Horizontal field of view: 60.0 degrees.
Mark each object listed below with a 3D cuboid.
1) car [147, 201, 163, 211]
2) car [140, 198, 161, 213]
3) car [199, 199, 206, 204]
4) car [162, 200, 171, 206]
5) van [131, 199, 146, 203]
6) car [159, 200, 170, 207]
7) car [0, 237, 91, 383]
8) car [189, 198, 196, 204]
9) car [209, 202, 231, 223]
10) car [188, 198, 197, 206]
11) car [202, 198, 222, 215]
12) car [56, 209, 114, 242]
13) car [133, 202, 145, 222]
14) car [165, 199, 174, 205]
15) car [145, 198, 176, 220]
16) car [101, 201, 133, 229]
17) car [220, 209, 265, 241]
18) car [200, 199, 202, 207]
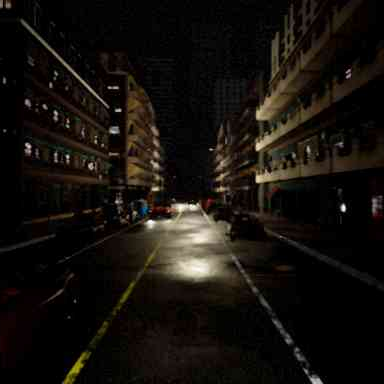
[{"bbox_3d":[-5.655,2.107,51.105,2.008,1.369,4.403,-1,-1,0],"label":"car"},{"bbox_3d":[-5.647,1.810,45.506,2.192,1.841,5.009,-1,-1,0],"label":"car"},{"bbox_3d":[2.772,2.512,90.450,1.752,1.417,4.829,-1,-1,0],"label":"car"},{"bbox_3d":[-5.625,2.383,73.512,1.802,1.307,4.206,-1,-1,0],"label":"car"},{"bbox_3d":[-5.635,1.714,34.302,1.690,1.788,3.998,-1,-1,0],"label":"van"},{"bbox_3d":[-5.631,2.322,67.910,1.802,1.307,4.206,-1,-1,0],"label":"car"},{"bbox_3d":[-3.082,1.614,4.511,1.994,1.385,4.181,0,-1,1],"label":"car"},{"bbox_3d":[0.086,2.318,84.102,1.837,1.490,4.892,0,-1,0],"label":"car"},{"bbox_3d":[2.709,1.839,28.831,1.752,1.417,4.829,-1,-1,0],"label":"car"},{"bbox_3d":[0.075,2.299,73.865,1.837,1.490,4.892,0,-1,0],"label":"car"},{"bbox_3d":[2.717,1.749,39.867,2.192,1.841,5.009,-1,-1,0],"label":"car"},{"bbox_3d":[-5.649,1.773,17.495,1.802,1.307,4.206,-1,-1,0],"label":"car"},{"bbox_3d":[-5.638,1.863,28.698,2.008,1.369,4.403,-1,-1,0],"label":"car"},{"bbox_3d":[-5.614,2.475,84.716,2.008,1.369,4.403,-1,-1,0],"label":"car"},{"bbox_3d":[-2.979,1.704,32.491,2.097,1.767,4.553,0,0,0],"label":"car"},{"bbox_3d":[-5.645,1.692,23.097,1.967,1.590,4.097,-1,-1,0],"label":"car"},{"bbox_3d":[2.699,1.772,17.457,1.802,1.307,4.206,-1,-1,0],"label":"car"},{"bbox_3d":[2.729,1.871,51.071,2.192,1.841,5.009,-1,-1,0],"label":"car"}]
